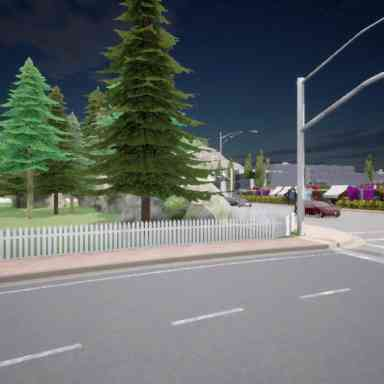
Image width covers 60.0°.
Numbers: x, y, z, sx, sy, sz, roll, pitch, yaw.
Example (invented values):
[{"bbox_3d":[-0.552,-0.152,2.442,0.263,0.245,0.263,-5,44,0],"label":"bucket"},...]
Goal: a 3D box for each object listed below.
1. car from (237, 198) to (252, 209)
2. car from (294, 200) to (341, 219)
[{"bbox_3d":[6.624,1.548,46.183,2.128,1.511,4.902,0,0,-17],"label":"car"},{"bbox_3d":[11.351,1.533,30.343,1.882,1.535,5.008,0,0,-17],"label":"car"}]
